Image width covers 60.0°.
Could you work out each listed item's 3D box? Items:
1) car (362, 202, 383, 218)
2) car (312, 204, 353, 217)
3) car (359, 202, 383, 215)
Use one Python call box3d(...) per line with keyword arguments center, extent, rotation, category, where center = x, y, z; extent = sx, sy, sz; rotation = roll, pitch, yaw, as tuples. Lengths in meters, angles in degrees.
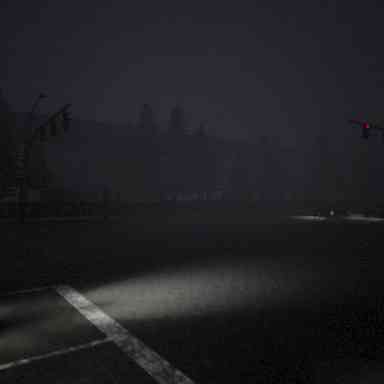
box3d(center=(20.464, 2.002, 35.802), extent=(4.674, 1.442, 1.812), rotation=(1, -1, -36), category="car")
box3d(center=(15.534, 1.979, 36.583), extent=(5.357, 1.411, 2.033), rotation=(1, -1, -36), category="car")
box3d(center=(23.528, 2.034, 42.294), extent=(5.008, 1.535, 1.882), rotation=(1, -1, -35), category="car")
